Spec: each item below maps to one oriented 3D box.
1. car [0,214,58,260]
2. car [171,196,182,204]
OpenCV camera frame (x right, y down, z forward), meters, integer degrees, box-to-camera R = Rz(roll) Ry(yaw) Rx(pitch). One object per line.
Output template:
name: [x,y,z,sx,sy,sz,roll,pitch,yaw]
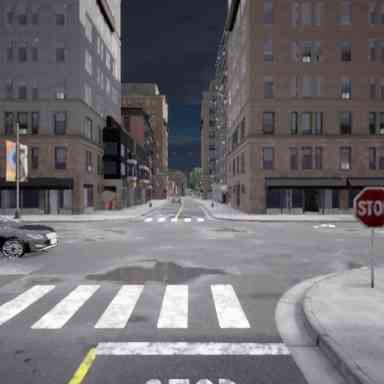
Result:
car: [-7.405,1.499,11.893,4.902,1.511,2.128,0,0,0]
car: [-3.197,1.612,68.981,2.128,1.511,4.902,0,0,-2]
